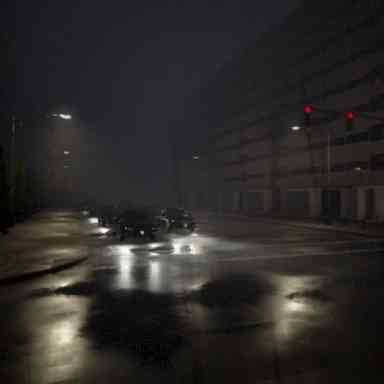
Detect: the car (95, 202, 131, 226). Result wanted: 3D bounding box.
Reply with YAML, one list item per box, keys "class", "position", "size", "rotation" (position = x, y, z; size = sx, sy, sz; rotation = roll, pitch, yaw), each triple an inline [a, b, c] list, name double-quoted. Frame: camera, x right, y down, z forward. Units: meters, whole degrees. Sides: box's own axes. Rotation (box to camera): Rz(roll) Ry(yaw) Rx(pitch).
- class: "car"
  position: [-6.590, 1.880, 27.436]
  size: [1.882, 1.535, 5.008]
  rotation: [1, -1, -21]

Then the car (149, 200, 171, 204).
- class: "car"
  position: [-4.878, 2.410, 53.093]
  size: [2.033, 1.411, 5.357]
  rotation: [1, -1, -20]

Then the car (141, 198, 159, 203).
- class: "car"
  position: [-8.516, 2.217, 62.625]
  size: [2.150, 2.045, 5.566]
  rotation: [1, -1, -21]

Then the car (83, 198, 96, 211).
- class: "car"
  position: [-16.338, 2.030, 53.608]
  size: [2.150, 2.045, 5.566]
  rotation: [1, -1, -21]

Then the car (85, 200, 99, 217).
- class: "car"
  position: [-10.839, 2.052, 38.731]
  size: [2.128, 1.511, 4.902]
  rotation: [1, -1, -21]

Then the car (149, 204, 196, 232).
- class: "car"
  position: [-1.256, 1.867, 23.203]
  size: [2.128, 1.511, 4.902]
  rotation: [1, -1, -21]

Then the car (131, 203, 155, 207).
- class: "car"
  position: [-4.382, 2.057, 31.533]
  size: [1.994, 1.385, 4.181]
  rotation: [1, -1, -20]

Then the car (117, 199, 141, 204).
- class: "car"
  position: [-8.482, 1.866, 42.430]
  size: [2.150, 2.045, 5.566]
  rotation: [1, -1, -20]

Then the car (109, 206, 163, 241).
- class: "car"
  position: [-3.291, 1.784, 18.650]
  size: [1.837, 1.490, 4.892]
  rotation: [1, -1, -20]
